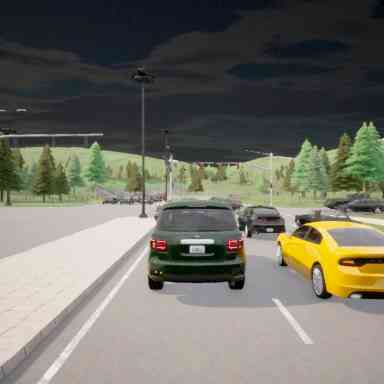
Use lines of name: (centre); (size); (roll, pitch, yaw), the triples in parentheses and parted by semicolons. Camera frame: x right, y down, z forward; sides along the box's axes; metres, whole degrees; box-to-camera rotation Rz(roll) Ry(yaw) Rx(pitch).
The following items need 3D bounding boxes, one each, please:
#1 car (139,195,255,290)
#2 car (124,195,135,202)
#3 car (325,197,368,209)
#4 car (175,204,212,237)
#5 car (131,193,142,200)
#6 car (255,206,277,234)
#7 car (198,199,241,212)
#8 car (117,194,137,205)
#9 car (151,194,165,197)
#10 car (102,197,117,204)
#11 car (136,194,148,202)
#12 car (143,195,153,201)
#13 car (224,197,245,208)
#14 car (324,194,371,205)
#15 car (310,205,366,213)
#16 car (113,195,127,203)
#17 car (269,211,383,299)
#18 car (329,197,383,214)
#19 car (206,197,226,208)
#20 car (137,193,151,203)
car: (0.088, 1.221, 9.232); (2.150, 2.045, 5.566); (0, 0, 0)
car: (-15.134, 1.478, 80.690); (1.882, 1.535, 5.008); (0, 0, 0)
car: (20.780, 1.478, 44.925); (5.008, 1.535, 1.882); (0, 0, 1)
car: (0.072, 1.505, 19.089); (1.837, 1.490, 4.892); (0, 0, 0)
car: (-15.139, 1.224, 91.232); (2.150, 2.045, 5.566); (0, 0, 0)
car: (3.574, 1.505, 17.712); (1.837, 1.490, 4.892); (0, 0, 0)
car: (3.109, 1.525, 37.809); (4.674, 1.442, 1.812); (0, 0, -2)
car: (-11.709, 1.526, 60.205); (1.812, 1.442, 4.674); (0, 0, 1)
car: (-1.586, 1.352, 33.786); (4.553, 1.767, 2.097); (0, 0, -4)
car: (-15.154, 1.564, 61.629); (1.994, 1.385, 4.181); (0, 0, 0)
car: (-11.630, 1.355, 78.162); (2.097, 1.767, 4.553); (0, 0, 0)
car: (-11.645, 1.552, 88.174); (1.994, 1.385, 4.181); (0, 0, 0)
car: (6.311, 1.547, 50.144); (2.033, 1.411, 5.357); (0, 0, -5)
car: (19.502, 1.219, 41.439); (5.566, 2.045, 2.150); (0, 0, 1)
car: (7.074, 1.601, 17.887); (1.895, 1.301, 4.718); (0, 0, 0)
car: (-15.116, 1.500, 70.302); (1.837, 1.490, 4.892); (0, 0, 0)
car: (3.586, 1.478, 8.488); (1.882, 1.535, 5.008); (0, 0, 0)
car: (17.319, 1.505, 34.435); (4.892, 1.490, 1.837); (0, 0, 0)
car: (3.574, 1.505, 50.502); (1.837, 1.490, 4.892); (-2, 0, -8)
car: (-8.164, 1.491, 60.555); (2.128, 1.511, 4.902); (0, 0, 0)
